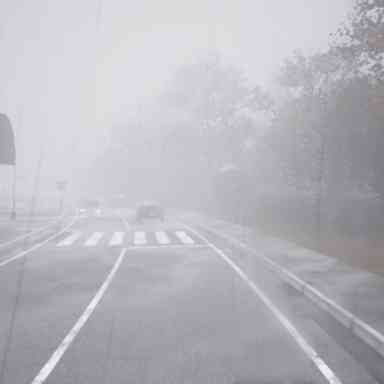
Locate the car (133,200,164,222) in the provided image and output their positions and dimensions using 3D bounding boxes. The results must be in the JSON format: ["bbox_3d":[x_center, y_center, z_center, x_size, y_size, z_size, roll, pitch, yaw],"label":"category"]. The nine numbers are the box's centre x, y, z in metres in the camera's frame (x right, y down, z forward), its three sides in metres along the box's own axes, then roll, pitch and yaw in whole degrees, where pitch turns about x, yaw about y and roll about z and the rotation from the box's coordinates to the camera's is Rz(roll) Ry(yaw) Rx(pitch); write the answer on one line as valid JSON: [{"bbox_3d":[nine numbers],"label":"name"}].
[{"bbox_3d":[-3.324,1.310,24.989,1.882,1.535,5.008,1,1,-14],"label":"car"}]

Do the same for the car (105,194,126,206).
[{"bbox_3d":[-9.519,0.949,41.625,1.812,1.442,4.674,1,2,-26],"label":"car"}]

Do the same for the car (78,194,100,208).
[{"bbox_3d":[-11.676,0.932,37.583,1.882,1.535,5.008,1,1,-25],"label":"car"}]
